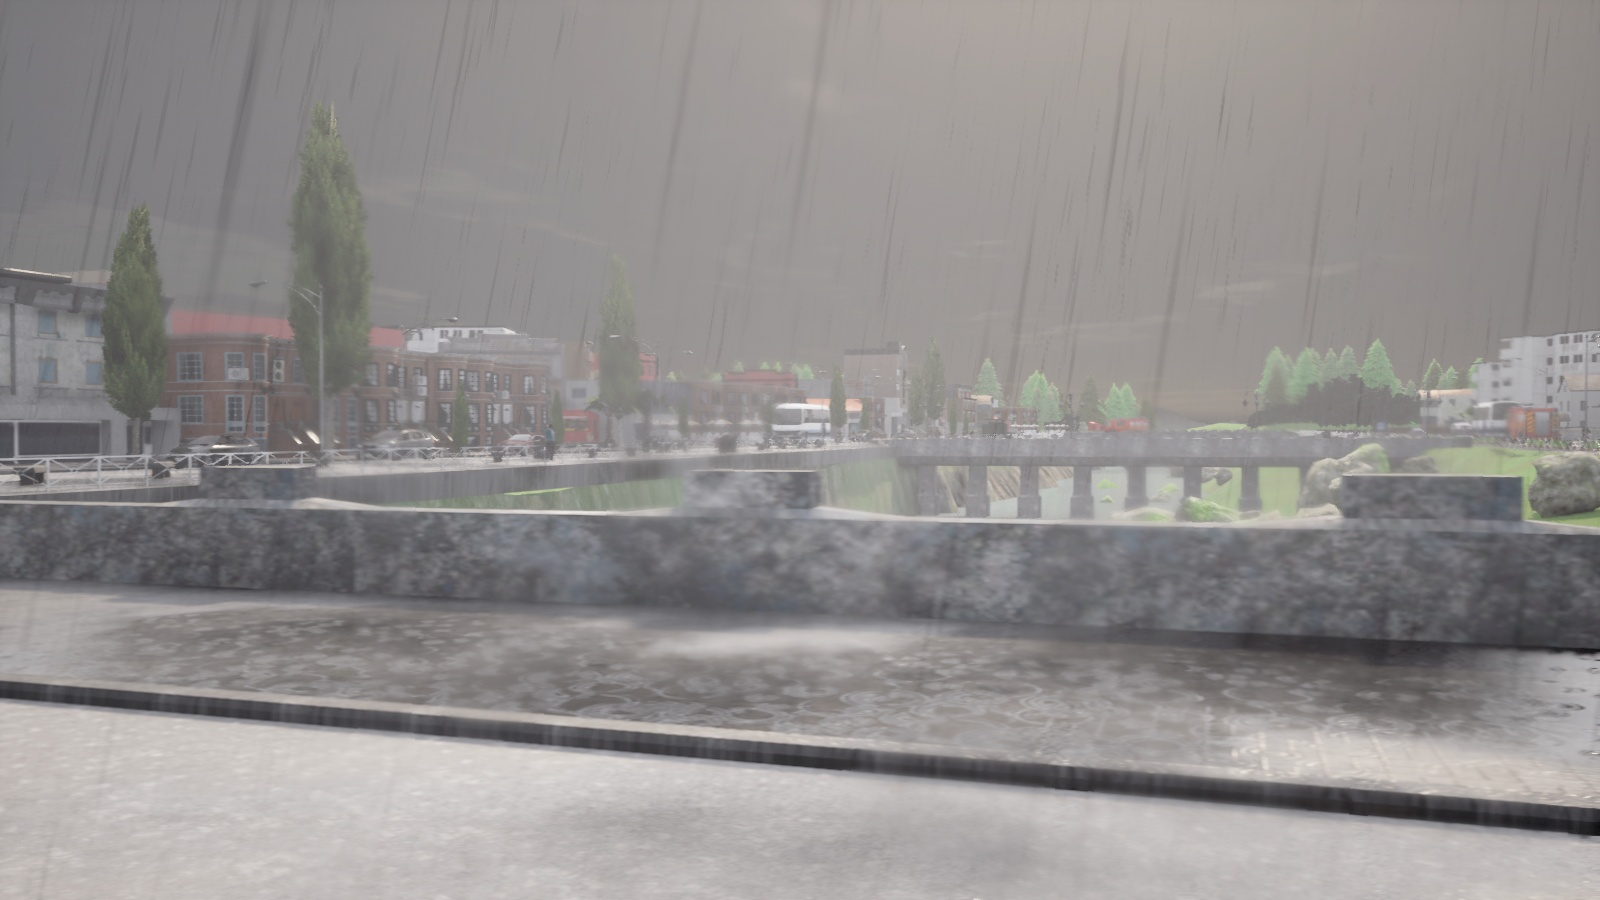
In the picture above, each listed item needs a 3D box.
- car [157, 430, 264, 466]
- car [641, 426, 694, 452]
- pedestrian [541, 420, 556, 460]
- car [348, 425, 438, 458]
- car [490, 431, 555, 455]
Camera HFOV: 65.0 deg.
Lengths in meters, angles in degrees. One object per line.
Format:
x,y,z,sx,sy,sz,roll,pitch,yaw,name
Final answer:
-25.370,-0.123,54.197,1.816,1.474,4.193,1,1,19,car
-9.375,-0.779,89.231,2.097,1.767,4.553,1,1,19,car
-12.149,-0.481,60.666,0.396,1.930,0.692,1,1,23,pedestrian
-21.364,-0.468,66.111,2.242,1.667,4.611,1,1,19,car
-17.243,-0.468,78.376,1.812,1.442,4.674,1,1,19,car
